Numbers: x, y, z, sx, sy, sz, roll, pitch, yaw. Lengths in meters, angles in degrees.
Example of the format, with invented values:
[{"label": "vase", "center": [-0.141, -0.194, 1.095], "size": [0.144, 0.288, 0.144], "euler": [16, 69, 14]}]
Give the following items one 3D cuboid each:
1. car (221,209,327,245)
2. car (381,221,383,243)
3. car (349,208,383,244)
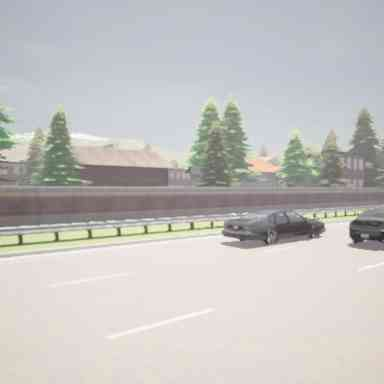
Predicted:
[{"label": "car", "center": [3.829, 1.483, 15.075], "size": [5.357, 1.411, 2.033], "euler": [0, 0, -36]}, {"label": "car", "center": [7.643, 1.485, 9.200], "size": [5.357, 1.411, 2.033], "euler": [0, 0, -36]}, {"label": "car", "center": [8.623, 1.422, 14.198], "size": [4.892, 1.490, 1.837], "euler": [-1, 0, -36]}]
